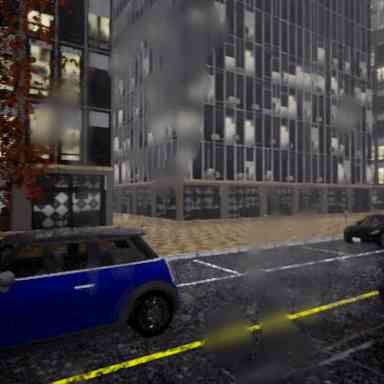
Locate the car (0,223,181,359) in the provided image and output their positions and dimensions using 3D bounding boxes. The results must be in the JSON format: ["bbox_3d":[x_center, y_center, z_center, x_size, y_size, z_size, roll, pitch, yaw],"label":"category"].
[{"bbox_3d":[-2.517,1.420,5.296,4.553,1.767,2.097,0,-1,-32],"label":"car"}]

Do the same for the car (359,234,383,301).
[{"bbox_3d":[6.053,1.609,6.924,5.357,1.411,2.033,0,-1,-32],"label":"car"}]

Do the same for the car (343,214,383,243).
[{"bbox_3d":[8.997,1.712,15.634,4.313,1.339,1.947,0,-1,-32],"label":"car"}]
